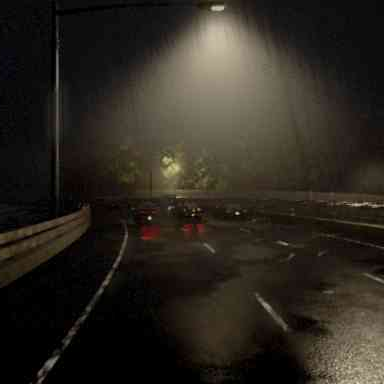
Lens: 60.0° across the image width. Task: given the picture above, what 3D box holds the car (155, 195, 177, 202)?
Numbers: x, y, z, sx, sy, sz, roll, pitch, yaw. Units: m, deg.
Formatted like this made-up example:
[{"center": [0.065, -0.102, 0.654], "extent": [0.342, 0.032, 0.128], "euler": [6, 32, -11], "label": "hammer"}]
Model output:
[{"center": [-3.846, 1.421, 47.143], "extent": [2.150, 2.045, 5.566], "euler": [0, -1, -26], "label": "car"}]

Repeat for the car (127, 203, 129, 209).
[{"center": [-7.889, 1.780, 47.302], "extent": [1.994, 1.385, 4.181], "euler": [0, 0, -26], "label": "car"}]

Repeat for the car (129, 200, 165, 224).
[{"center": [-3.669, 1.624, 26.305], "extent": [1.837, 1.490, 4.892], "euler": [0, 0, -15], "label": "car"}]

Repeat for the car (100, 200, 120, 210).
[{"center": [-11.579, 1.789, 46.848], "extent": [1.994, 1.385, 4.181], "euler": [0, 0, -27], "label": "car"}]

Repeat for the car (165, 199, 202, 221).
[{"center": [-0.576, 1.607, 28.257], "extent": [2.128, 1.511, 4.902], "euler": [0, 0, -16], "label": "car"}]

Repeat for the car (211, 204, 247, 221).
[{"center": [3.062, 1.669, 28.146], "extent": [1.994, 1.385, 4.181], "euler": [0, 0, -15], "label": "car"}]
